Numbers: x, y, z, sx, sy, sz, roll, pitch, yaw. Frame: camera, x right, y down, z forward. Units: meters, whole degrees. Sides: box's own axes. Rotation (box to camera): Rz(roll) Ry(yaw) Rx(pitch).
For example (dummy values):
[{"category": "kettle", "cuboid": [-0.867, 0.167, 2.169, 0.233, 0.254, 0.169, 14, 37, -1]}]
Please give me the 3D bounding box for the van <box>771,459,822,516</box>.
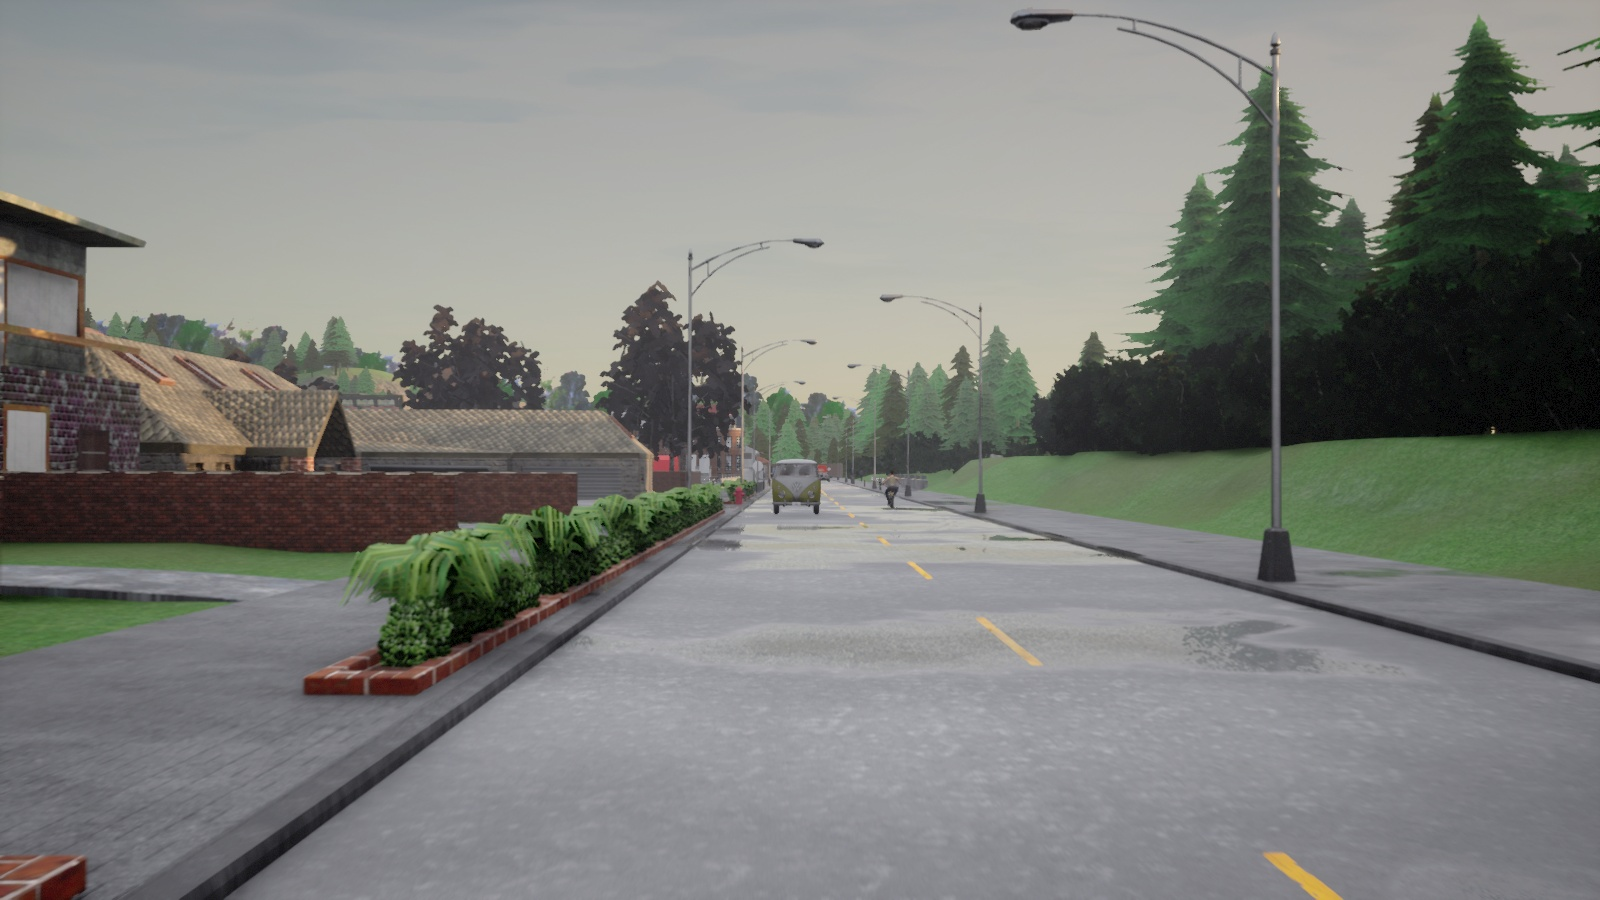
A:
[{"category": "van", "cuboid": [-0.116, 1.339, 46.076, 1.775, 1.987, 4.442, 0, -1, 0]}]
